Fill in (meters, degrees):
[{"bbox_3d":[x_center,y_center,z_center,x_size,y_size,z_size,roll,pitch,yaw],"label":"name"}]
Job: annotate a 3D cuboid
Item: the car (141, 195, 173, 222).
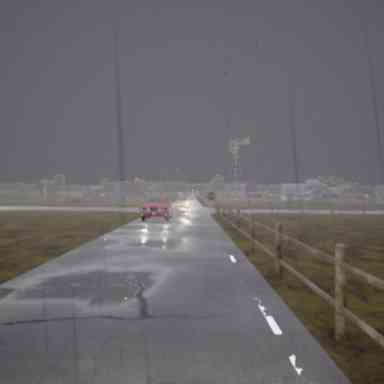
[{"bbox_3d":[-2.810,1.273,27.491,2.150,2.045,5.566,0,0,1],"label":"car"}]
